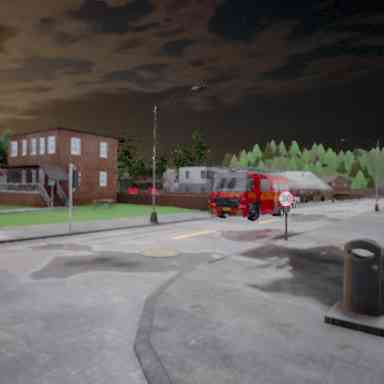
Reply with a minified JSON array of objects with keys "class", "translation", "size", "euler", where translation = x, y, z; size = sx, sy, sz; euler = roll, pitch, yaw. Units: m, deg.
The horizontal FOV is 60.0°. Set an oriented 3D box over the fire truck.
[{"class":"fire truck","translation":[4.826,0.121,25.995],"size":[2.891,3.827,8.468],"euler":[1,1,36]}]
